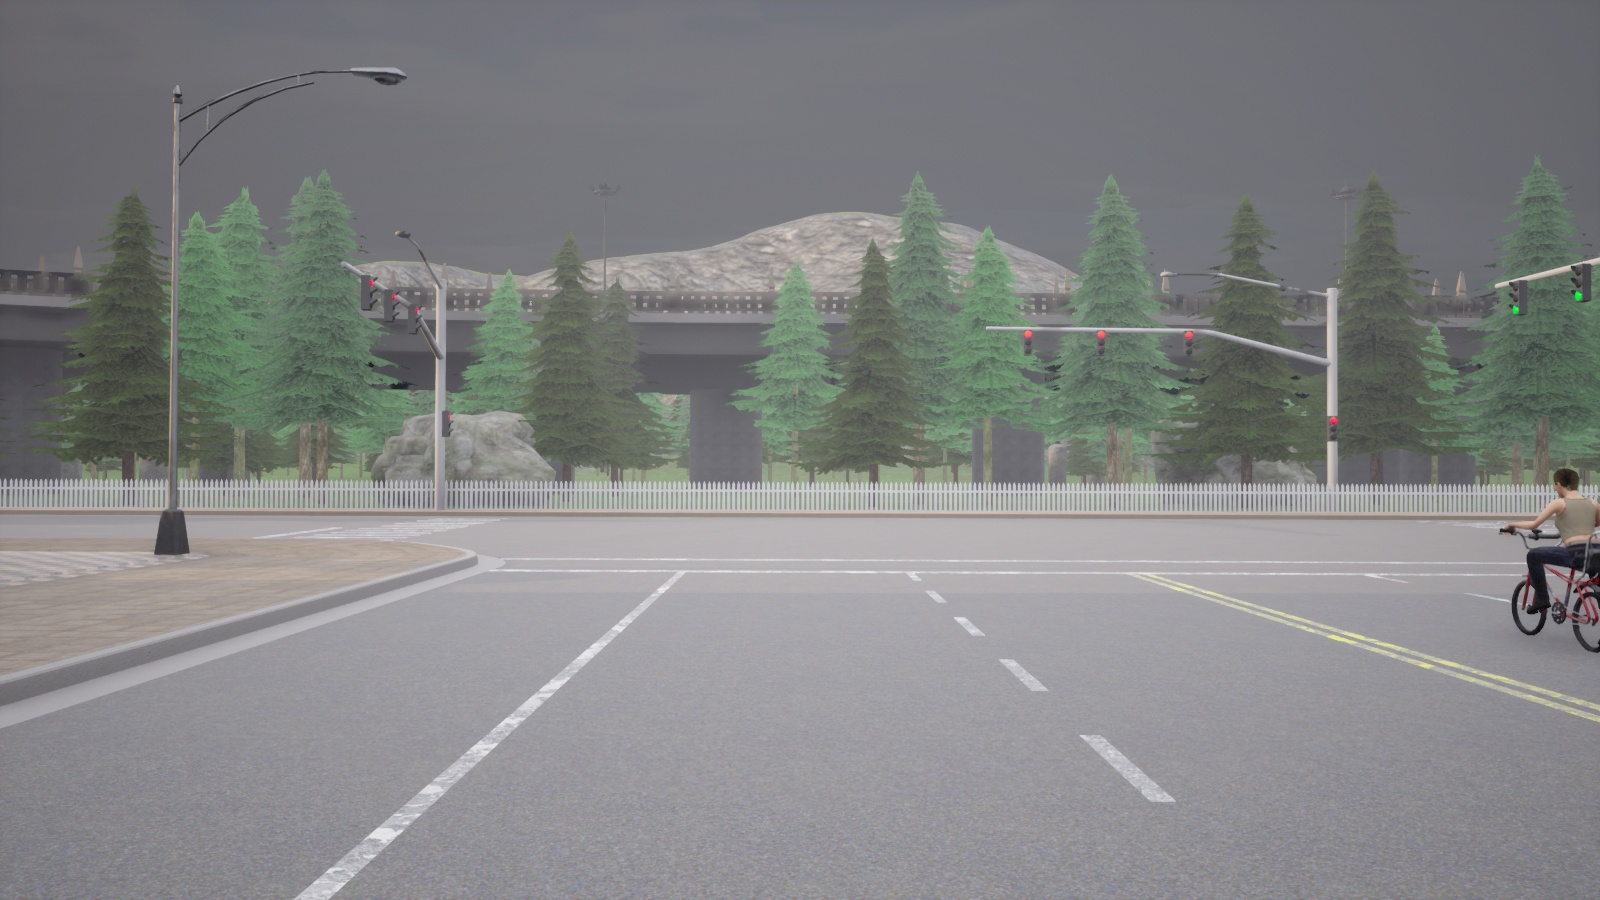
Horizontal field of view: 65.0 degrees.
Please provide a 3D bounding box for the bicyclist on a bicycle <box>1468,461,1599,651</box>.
[{"bbox_3d":[6.975,0.916,11.532,0.866,1.612,1.509,0,0,0],"label":"bicyclist on a bicycle"}]
